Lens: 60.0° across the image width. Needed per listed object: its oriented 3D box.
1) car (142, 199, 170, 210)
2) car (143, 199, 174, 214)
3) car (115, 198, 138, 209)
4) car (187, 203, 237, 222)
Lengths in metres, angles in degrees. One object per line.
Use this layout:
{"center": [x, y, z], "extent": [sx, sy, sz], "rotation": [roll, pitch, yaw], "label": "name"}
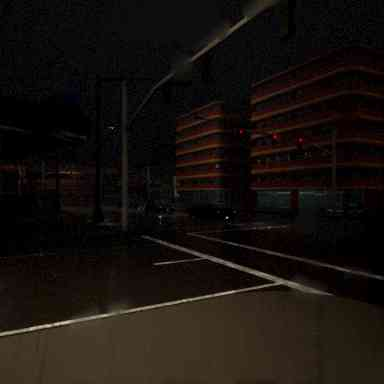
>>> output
{"center": [-4.945, 1.601, 44.993], "extent": [1.895, 1.301, 4.718], "rotation": [0, 0, -31], "label": "car"}
{"center": [-3.591, 1.526, 35.435], "extent": [1.812, 1.442, 4.674], "rotation": [0, 0, -30], "label": "car"}
{"center": [-8.735, 1.505, 44.152], "extent": [1.837, 1.490, 4.892], "rotation": [0, 0, -31], "label": "car"}
{"center": [1.513, 1.601, 26.797], "extent": [1.895, 1.301, 4.718], "rotation": [0, 0, -31], "label": "car"}
